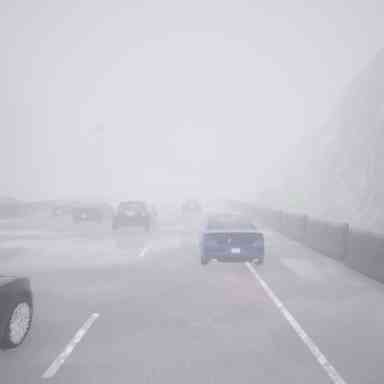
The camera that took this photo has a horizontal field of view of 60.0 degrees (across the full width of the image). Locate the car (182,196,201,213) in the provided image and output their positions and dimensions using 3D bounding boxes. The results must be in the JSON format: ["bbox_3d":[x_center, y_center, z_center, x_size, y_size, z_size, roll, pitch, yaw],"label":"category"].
[{"bbox_3d":[-0.020,1.379,34.080,1.994,1.385,4.181,0,0,1],"label":"car"}]

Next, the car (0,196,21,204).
[{"bbox_3d":[-21.174,1.264,37.349,1.882,1.535,5.008,0,1,0],"label":"car"}]

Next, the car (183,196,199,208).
[{"bbox_3d":[-0.082,1.276,44.163,2.033,1.411,5.357,0,0,0],"label":"car"}]

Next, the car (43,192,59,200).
[{"bbox_3d":[-31.654,0.821,74.774,2.097,1.767,4.553,0,0,0],"label":"car"}]

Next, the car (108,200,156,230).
[{"bbox_3d":[-3.442,1.278,20.608,2.097,1.767,4.553,0,0,0],"label":"car"}]

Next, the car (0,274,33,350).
[{"bbox_3d":[-3.406,1.476,3.206,1.882,1.535,5.008,0,0,0],"label":"car"}]

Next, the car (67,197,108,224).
[{"bbox_3d":[-6.949,1.379,23.915,1.882,1.535,5.008,0,0,0],"label":"car"}]

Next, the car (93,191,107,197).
[{"bbox_3d":[-21.161,0.960,78.101,1.812,1.442,4.674,0,0,0],"label":"car"}]

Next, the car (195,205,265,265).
[{"bbox_3d":[1.201,1.455,11.643,1.882,1.535,5.008,0,0,0],"label":"car"}]

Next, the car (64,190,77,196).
[{"bbox_3d":[-28.162,0.658,78.470,2.150,2.045,5.566,0,0,0],"label":"car"}]

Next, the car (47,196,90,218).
[{"bbox_3d":[-10.472,1.389,28.455,1.812,1.442,4.674,0,1,0],"label":"car"}]

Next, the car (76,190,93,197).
[{"bbox_3d":[-24.662,0.658,78.477,2.150,2.045,5.566,0,0,0],"label":"car"}]
